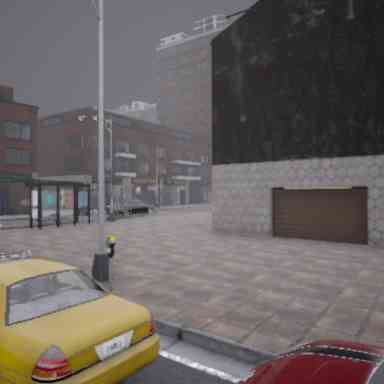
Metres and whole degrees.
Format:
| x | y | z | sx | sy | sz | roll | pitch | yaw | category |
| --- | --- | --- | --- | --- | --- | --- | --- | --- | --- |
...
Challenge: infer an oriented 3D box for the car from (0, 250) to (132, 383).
| x | y | z | sx | sy | sz | roll | pitch | yaw | category |
| --- | --- | --- | --- | --- | --- | --- | --- | --- | --- |
| -2.665 | 1.509 | 4.715 | 4.829 | 1.417 | 1.752 | 0 | 0 | 35 | car |

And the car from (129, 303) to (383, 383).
| x | y | z | sx | sy | sz | roll | pitch | yaw | category |
| --- | --- | --- | --- | --- | --- | --- | --- | --- | --- |
| 1.902 | 1.443 | 1.460 | 4.097 | 1.590 | 1.967 | 0 | 0 | 35 | car |

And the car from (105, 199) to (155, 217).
| x | y | z | sx | sy | sz | roll | pitch | yaw | category |
| --- | --- | --- | --- | --- | --- | --- | --- | --- | --- |
| -5.212 | 1.365 | 28.705 | 2.128 | 1.511 | 4.902 | 0 | 0 | 35 | car |
